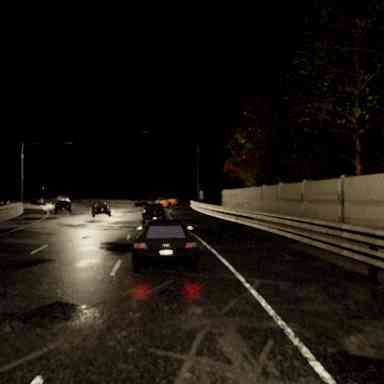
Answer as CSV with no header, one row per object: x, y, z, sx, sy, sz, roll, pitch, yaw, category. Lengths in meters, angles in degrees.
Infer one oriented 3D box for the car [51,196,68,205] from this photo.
-25.803,1.722,65.152,2.150,2.045,5.566,0,-1,-39,car

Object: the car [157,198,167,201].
-4.404,1.789,40.046,2.128,1.511,4.902,0,0,-4,car

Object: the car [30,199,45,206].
-30.281,2.021,65.202,2.128,1.511,4.902,0,-1,-39,car

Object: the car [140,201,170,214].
-3.058,1.703,26.686,1.837,1.490,4.892,0,0,-8,car

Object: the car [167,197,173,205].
-4.743,1.758,54.942,2.097,1.767,4.553,0,0,1,car

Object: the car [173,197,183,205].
-3.787,1.866,69.548,2.097,1.767,4.553,0,-1,5,car

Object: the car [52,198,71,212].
-17.043,1.841,43.753,1.837,1.490,4.892,0,-1,-25,car

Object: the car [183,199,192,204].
-1.689,2.611,92.638,1.882,1.535,5.008,0,-3,6,car

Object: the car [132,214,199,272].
-0.903,1.648,11.176,1.994,1.385,4.181,0,0,-5,car

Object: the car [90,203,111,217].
-9.638,1.812,34.966,2.033,1.411,5.357,0,0,-19,car
